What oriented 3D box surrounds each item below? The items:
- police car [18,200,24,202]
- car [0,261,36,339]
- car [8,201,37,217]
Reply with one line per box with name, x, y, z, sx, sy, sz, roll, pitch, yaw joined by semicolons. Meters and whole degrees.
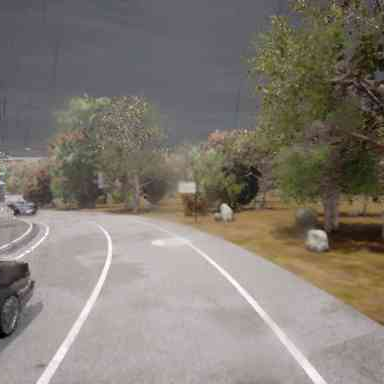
police car;-28.576;2.514;58.101;1.930;1.638;5.238;-4;1;-38
car;-3.642;1.587;3.862;2.033;1.411;5.357;-1;0;-5
car;-21.801;2.386;43.266;2.128;1.511;4.902;-5;1;-40
